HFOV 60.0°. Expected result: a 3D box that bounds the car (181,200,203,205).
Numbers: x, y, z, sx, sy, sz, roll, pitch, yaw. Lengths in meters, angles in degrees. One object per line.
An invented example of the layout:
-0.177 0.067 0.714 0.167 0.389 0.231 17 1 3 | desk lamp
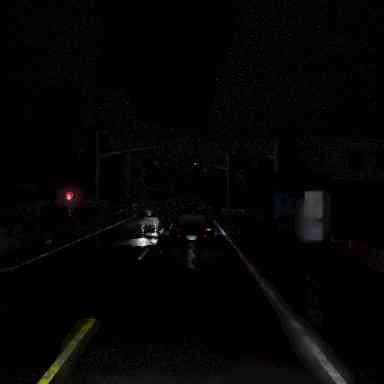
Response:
0.000 1.494 29.650 2.128 1.511 4.902 0 0 0 | car

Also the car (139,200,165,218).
-3.500 1.519 29.660 2.128 1.511 4.902 0 0 0 | car

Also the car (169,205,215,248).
0.000 1.532 14.650 1.812 1.442 4.674 0 0 0 | car
